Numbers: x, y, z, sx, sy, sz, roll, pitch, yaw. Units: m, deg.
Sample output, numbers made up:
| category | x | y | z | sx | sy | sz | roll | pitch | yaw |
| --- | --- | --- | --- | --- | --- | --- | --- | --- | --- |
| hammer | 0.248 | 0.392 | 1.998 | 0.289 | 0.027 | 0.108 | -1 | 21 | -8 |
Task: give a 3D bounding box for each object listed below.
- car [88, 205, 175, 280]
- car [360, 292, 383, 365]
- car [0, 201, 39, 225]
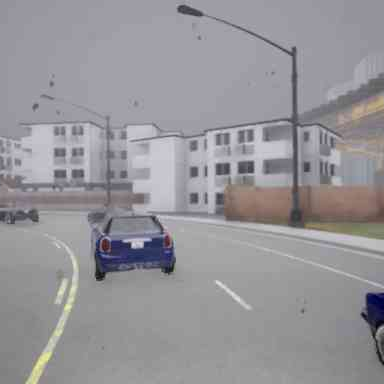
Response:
| category | x | y | z | sx | sy | sz | roll | pitch | yaw |
| --- | --- | --- | --- | --- | --- | --- | --- | --- | --- |
| car | -2.033 | 1.366 | 10.430 | 2.097 | 1.767 | 4.553 | -1 | 0 | -18 |
| car | 3.387 | 1.561 | 2.512 | 1.895 | 1.301 | 4.718 | -1 | 0 | -4 |
| car | -13.896 | 1.487 | 25.782 | 4.553 | 1.767 | 2.097 | -1 | 0 | 37 |
